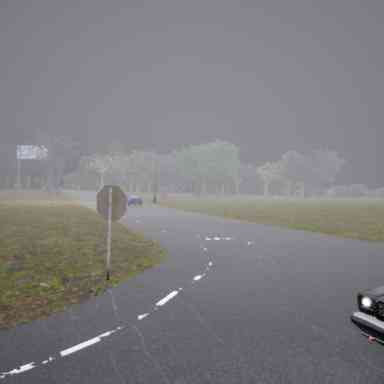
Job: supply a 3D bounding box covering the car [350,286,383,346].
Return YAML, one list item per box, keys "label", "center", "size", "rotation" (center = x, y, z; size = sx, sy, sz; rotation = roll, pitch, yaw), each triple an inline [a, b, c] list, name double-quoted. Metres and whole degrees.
- label: "car"
  center: [4.562, 1.587, 4.578]
  size: [4.718, 1.301, 1.895]
  rotation: [1, 0, -23]

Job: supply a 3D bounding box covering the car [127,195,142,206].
- label: "car"
  center: [-8.557, 1.193, 47.974]
  size: [1.882, 1.535, 5.008]
  rotation: [2, 0, -23]
